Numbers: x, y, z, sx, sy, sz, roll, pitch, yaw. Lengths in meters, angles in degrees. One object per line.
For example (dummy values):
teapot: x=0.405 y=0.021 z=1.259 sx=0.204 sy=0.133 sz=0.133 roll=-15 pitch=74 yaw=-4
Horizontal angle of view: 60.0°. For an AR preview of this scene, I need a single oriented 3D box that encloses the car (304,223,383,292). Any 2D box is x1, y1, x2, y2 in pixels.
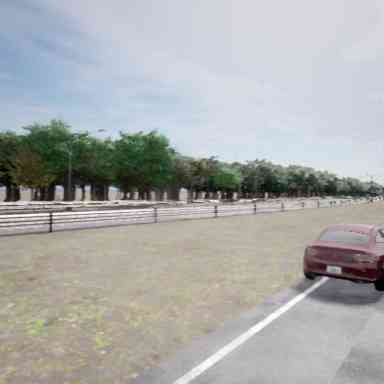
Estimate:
car: x=4.564 y=1.596 z=9.275 sx=1.812 sy=1.442 sz=4.674 roll=1 pitch=0 yaw=37
